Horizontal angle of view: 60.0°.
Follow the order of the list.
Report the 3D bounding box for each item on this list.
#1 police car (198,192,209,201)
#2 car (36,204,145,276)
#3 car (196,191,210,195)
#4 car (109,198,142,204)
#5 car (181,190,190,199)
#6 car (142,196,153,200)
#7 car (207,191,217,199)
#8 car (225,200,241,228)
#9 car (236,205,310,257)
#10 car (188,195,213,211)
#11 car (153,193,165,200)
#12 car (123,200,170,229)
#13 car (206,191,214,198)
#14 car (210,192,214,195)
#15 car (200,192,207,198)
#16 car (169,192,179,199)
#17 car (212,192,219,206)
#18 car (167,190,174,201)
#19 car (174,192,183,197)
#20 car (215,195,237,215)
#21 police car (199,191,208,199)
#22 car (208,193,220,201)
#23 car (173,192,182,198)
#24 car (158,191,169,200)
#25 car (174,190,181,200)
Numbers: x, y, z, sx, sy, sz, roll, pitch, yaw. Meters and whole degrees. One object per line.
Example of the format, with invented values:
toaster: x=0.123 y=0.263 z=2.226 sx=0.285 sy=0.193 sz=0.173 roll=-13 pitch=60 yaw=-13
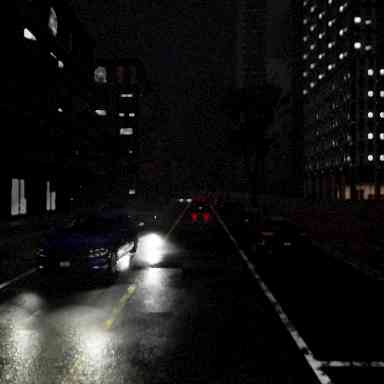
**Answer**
police car: x=2.151 y=0.785 z=64.325 sx=1.930 sy=1.638 sz=5.238 roll=0 pitch=1 yaw=-1
car: x=-2.886 y=1.360 z=10.154 sx=1.882 sy=1.535 sz=5.008 roll=0 pitch=1 yaw=1
car: x=1.166 y=1.003 z=47.157 sx=1.882 sy=1.535 sz=5.008 roll=0 pitch=1 yaw=1
car: x=-5.155 y=1.300 z=23.718 sx=1.947 sy=1.339 sz=4.313 roll=1 pitch=1 yaw=1
car: x=-1.408 y=0.767 z=69.831 sx=1.882 sy=1.535 sz=5.008 roll=0 pitch=1 yaw=1
car: x=-5.026 y=1.229 z=29.285 sx=2.008 sy=1.369 sz=4.403 roll=1 pitch=1 yaw=1
car: x=4.385 y=0.719 z=73.632 sx=1.967 sy=1.590 sz=4.097 roll=1 pitch=1 yaw=1
car: x=3.094 y=1.379 z=17.955 sx=2.008 sy=1.369 sz=4.403 roll=1 pitch=1 yaw=1
car: x=2.965 y=1.430 z=12.386 sx=1.887 sy=1.381 sz=4.507 roll=1 pitch=1 yaw=1
car: x=0.876 y=1.251 z=34.649 sx=1.895 sy=1.301 sz=4.718 roll=0 pitch=1 yaw=1
car: x=-4.769 y=1.133 z=40.422 sx=1.947 sy=1.339 sz=4.313 roll=1 pitch=1 yaw=1
car: x=-2.650 y=1.382 z=20.120 sx=1.895 sy=1.301 sz=4.718 roll=0 pitch=1 yaw=1
car: x=4.643 y=0.611 z=84.769 sx=1.967 sy=1.590 sz=4.097 roll=1 pitch=1 yaw=1
car: x=3.996 y=0.992 z=56.931 sx=2.008 sy=1.369 sz=4.403 roll=1 pitch=1 yaw=1
car: x=2.733 y=0.712 z=80.220 sx=1.837 sy=1.490 sz=4.892 roll=0 pitch=1 yaw=1
car: x=-3.995 y=0.784 z=73.828 sx=1.887 sy=1.381 sz=4.507 roll=1 pitch=1 yaw=1
car: x=3.614 y=1.129 z=40.397 sx=1.752 sy=1.417 sz=4.829 roll=1 pitch=1 yaw=1
car: x=-4.505 y=0.772 z=51.555 sx=2.192 sy=1.841 sz=5.009 roll=1 pitch=1 yaw=1
car: x=-3.609 y=0.629 z=90.532 sx=2.008 sy=1.369 sz=4.403 roll=1 pitch=1 yaw=1
car: x=3.352 y=1.267 z=29.091 sx=2.008 sy=1.369 sz=4.403 roll=1 pitch=1 yaw=1
police car: x=2.531 y=0.689 z=74.320 sx=1.930 sy=1.638 sz=5.238 roll=0 pitch=1 yaw=1
car: x=4.125 y=0.938 z=62.497 sx=2.008 sy=1.369 sz=4.403 roll=1 pitch=1 yaw=1
car: x=-3.738 y=0.698 z=84.964 sx=1.947 sy=1.339 sz=4.313 roll=1 pitch=1 yaw=1
car: x=-4.643 y=1.039 z=45.819 sx=1.752 sy=1.417 sz=4.829 roll=1 pitch=1 yaw=1
car: x=-4.119 y=0.609 z=68.257 sx=2.192 sy=1.841 sz=5.009 roll=1 pitch=1 yaw=1
